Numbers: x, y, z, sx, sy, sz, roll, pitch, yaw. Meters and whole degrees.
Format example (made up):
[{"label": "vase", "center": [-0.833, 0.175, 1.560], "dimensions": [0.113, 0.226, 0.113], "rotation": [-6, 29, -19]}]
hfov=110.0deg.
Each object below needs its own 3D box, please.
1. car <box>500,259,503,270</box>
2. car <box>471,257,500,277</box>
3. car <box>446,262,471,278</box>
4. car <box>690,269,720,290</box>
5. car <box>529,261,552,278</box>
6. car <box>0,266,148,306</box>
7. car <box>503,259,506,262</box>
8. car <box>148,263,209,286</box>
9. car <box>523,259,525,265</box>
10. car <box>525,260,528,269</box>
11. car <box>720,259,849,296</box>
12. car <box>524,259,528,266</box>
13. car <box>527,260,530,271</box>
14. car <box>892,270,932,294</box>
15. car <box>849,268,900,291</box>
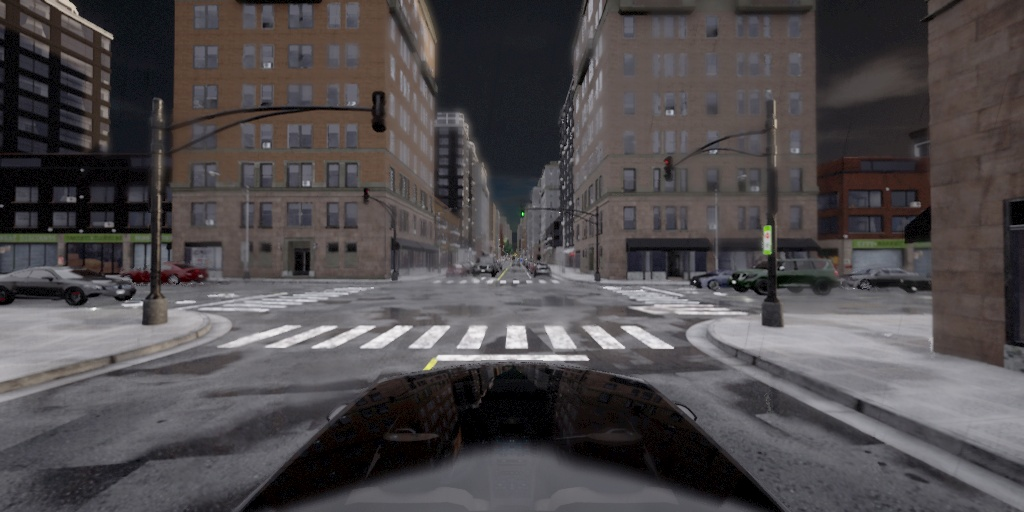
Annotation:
[{"label": "car", "center": [-2.624, 1.443, 47.722], "dimensions": [1.837, 1.490, 4.892], "rotation": [0, 0, 1]}, {"label": "car", "center": [-2.754, 1.120, 37.635], "dimensions": [2.150, 2.045, 5.566], "rotation": [0, 0, 1]}, {"label": "car", "center": [-5.532, 1.474, 36.127], "dimensions": [1.802, 1.307, 4.207], "rotation": [0, 0, 1]}, {"label": "car", "center": [14.290, 1.561, 24.055], "dimensions": [4.181, 1.385, 1.994], "rotation": [0, -1, 1]}, {"label": "car", "center": [2.993, 1.457, 36.019], "dimensions": [1.948, 1.339, 4.313], "rotation": [0, 0, 1]}, {"label": "car", "center": [-17.918, 1.156, 14.327], "dimensions": [4.674, 1.442, 1.812], "rotation": [0, -1, 1]}, {"label": "car", "center": [-2.479, 1.579, 57.978], "dimensions": [1.895, 1.301, 4.718], "rotation": [0, 0, 1]}, {"label": "car", "center": [-23.501, 1.206, 24.315], "dimensions": [5.008, 1.535, 1.882], "rotation": [1, -1, 0]}, {"label": "car", "center": [3.354, 1.565, 63.670], "dimensions": [1.948, 1.339, 4.313], "rotation": [0, 0, 1]}, {"label": "car", "center": [3.137, 1.485, 47.080], "dimensions": [2.007, 1.370, 4.403], "rotation": [0, 0, 1]}, {"label": "car", "center": [15.635, 1.182, 20.793], "dimensions": [5.566, 2.045, 2.150], "rotation": [0, -1, 0]}, {"label": "car", "center": [3.210, 1.502, 52.610], "dimensions": [1.888, 1.381, 4.507], "rotation": [0, 0, 1]}, {"label": "car", "center": [3.065, 1.458, 41.550], "dimensions": [1.888, 1.381, 4.507], "rotation": [0, 0, 1]}, {"label": "car", "center": [25.493, 1.626, 20.718], "dimensions": [4.718, 1.301, 1.895], "rotation": [0, -1, 0]}, {"label": "car", "center": [24.282, 1.555, 23.974], "dimensions": [4.902, 1.511, 2.128], "rotation": [0, -1, 0]}]
